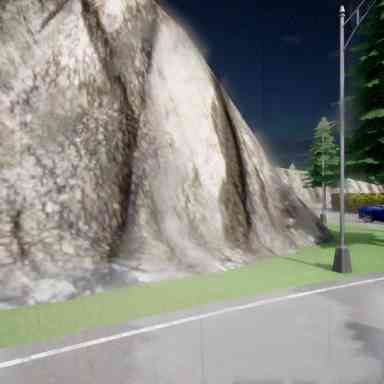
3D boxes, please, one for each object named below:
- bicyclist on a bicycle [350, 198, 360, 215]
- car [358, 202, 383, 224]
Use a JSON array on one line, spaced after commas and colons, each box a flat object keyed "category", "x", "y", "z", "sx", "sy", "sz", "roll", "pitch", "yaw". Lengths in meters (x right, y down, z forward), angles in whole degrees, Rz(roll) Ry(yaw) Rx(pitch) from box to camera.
[{"category": "bicyclist on a bicycle", "x": 16.430, "y": 1.453, "z": 33.354, "sx": 1.656, "sy": 1.620, "sz": 0.582, "roll": 0, "pitch": 0, "yaw": -28}, {"category": "car", "x": 14.020, "y": 1.478, "z": 22.838, "sx": 1.882, "sy": 1.535, "sz": 5.008, "roll": 0, "pitch": 0, "yaw": -28}]
